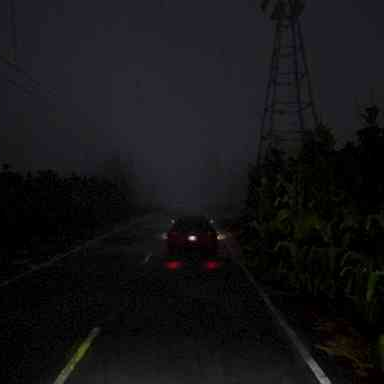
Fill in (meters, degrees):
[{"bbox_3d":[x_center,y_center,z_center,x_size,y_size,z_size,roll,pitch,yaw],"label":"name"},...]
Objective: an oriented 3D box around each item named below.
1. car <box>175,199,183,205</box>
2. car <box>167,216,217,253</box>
[{"bbox_3d":[-3.141,2.285,80.307,2.033,1.411,5.357,0,-1,0],"label":"car"},{"bbox_3d":[0.016,1.699,14.344,1.994,1.385,4.181,0,0,0],"label":"car"}]
